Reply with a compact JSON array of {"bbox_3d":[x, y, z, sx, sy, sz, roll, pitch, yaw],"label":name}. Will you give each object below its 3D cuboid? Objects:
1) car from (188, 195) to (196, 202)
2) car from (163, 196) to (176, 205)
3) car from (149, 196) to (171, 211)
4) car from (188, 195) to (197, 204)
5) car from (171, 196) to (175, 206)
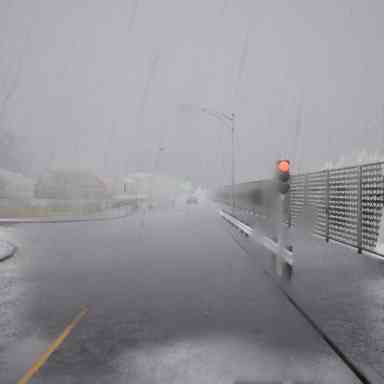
[{"bbox_3d":[-0.031,1.478,77.771,1.882,1.535,5.008,0,0,0],"label":"car"},{"bbox_3d":[-4.090,1.478,61.023,1.882,1.535,5.008,0,0,0],"label":"car"},{"bbox_3d":[-4.113,1.491,40.632,2.128,1.511,4.902,0,0,0],"label":"car"},{"bbox_3d":[0.080,1.490,63.907,2.128,1.511,4.902,0,0,0],"label":"car"},{"bbox_3d":[-4.113,1.564,50.570,1.994,1.385,4.181,0,0,0],"label":"car"}]
